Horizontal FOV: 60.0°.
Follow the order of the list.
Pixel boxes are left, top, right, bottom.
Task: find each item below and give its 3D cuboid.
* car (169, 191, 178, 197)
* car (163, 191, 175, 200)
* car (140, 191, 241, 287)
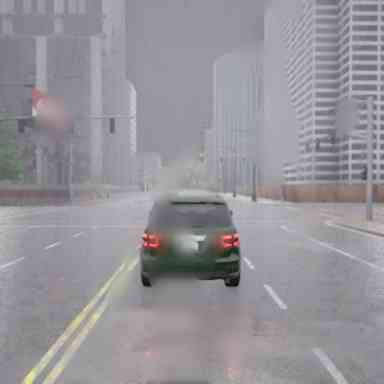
[{"bbox_3d":[-4.181,0.415,75.440,1.812,1.442,4.674,0,1,-1],"label":"car"},{"bbox_3d":[-4.092,0.622,59.969,1.837,1.490,4.892,0,1,0],"label":"car"},{"bbox_3d":[-0.027,1.087,9.046,2.150,2.045,5.566,0,1,0],"label":"car"}]
